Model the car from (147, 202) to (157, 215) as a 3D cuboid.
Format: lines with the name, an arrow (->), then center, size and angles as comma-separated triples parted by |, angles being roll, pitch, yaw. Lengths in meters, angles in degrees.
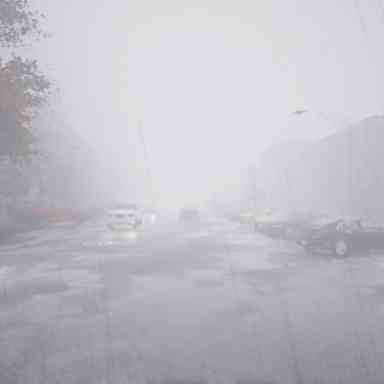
car -> -5.918, 2.454, 45.840 | 1.895, 1.301, 4.718 | 0, -1, -2

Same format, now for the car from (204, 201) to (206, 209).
car -> 5.136, 2.642, 58.205 | 4.674, 1.452, 2.002 | 1, -1, -22

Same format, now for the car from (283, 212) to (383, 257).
car -> 6.719, 1.808, 14.242 | 4.892, 1.521, 2.231 | 1, -1, -22

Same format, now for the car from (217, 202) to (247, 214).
car -> 5.881, 2.217, 37.691 | 4.892, 1.521, 2.231 | 1, -1, -22

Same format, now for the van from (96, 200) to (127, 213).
van -> -12.568, 2.215, 51.718 | 4.442, 1.987, 1.878 | 0, -1, -22

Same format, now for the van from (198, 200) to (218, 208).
van -> 4.071, 2.952, 84.539 | 4.442, 1.987, 1.878 | 1, -1, -22

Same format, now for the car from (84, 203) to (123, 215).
car -> -12.238, 2.328, 45.876 | 4.892, 1.521, 2.231 | 0, -1, -22

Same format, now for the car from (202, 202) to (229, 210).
car -> 4.809, 2.788, 67.001 | 4.892, 1.521, 2.231 | 1, -2, -22

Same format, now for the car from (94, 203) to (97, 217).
car -> -11.740, 2.096, 31.152 | 4.792, 1.488, 2.163 | 0, -1, -22

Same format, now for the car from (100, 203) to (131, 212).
car -> -12.561, 2.537, 54.698 | 4.674, 1.452, 2.002 | 0, -1, -22

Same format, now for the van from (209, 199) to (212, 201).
van -> 5.455, 2.262, 52.399 | 4.442, 1.987, 1.878 | 1, -2, -22

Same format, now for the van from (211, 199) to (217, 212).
van -> 5.455, 2.145, 46.441 | 4.442, 1.987, 1.878 | 1, -1, -22

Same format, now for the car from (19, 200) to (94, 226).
car -> -11.587, 1.764, 28.244 | 5.566, 2.045, 2.435 | 0, -1, -22

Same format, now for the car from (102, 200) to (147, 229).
car -> -5.242, 1.732, 26.611 | 2.150, 2.045, 5.566 | 0, -1, -1

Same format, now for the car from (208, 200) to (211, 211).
car -> 5.445, 2.428, 49.416 | 5.008, 1.535, 2.097 | 1, -1, -22

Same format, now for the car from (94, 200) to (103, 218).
car -> -11.902, 2.043, 37.064 | 4.553, 1.767, 2.185 | 0, -1, -22

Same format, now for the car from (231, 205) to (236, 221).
car -> 6.195, 2.102, 28.895 | 4.674, 1.452, 2.002 | 1, -1, -22

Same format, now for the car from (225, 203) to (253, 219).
car -> 6.097, 2.114, 31.823 | 4.892, 1.521, 2.231 | 1, -1, -22

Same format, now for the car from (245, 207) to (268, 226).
car -> 6.407, 2.000, 23.031 | 4.674, 1.452, 2.002 | 1, -1, -22

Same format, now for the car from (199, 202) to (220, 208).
car -> 4.311, 3.145, 81.664 | 4.792, 1.488, 2.163 | 1, -2, -22

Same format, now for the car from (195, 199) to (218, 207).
car -> 3.926, 3.064, 90.443 | 5.566, 2.045, 2.435 | 2, -2, -22

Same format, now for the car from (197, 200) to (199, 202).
car -> 4.566, 3.050, 78.789 | 5.366, 1.575, 1.946 | 1, -2, -22

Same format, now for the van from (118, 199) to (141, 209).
van -> -12.991, 2.583, 69.463 | 4.442, 1.987, 1.878 | 0, -2, -22

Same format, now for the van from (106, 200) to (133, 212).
van -> -12.568, 2.332, 57.697 | 4.442, 1.987, 1.878 | 0, -2, -22

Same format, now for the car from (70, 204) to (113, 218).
car -> -12.061, 2.251, 39.980 | 4.792, 1.488, 2.163 | 0, -1, -22

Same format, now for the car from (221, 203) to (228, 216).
car -> 5.953, 2.193, 34.745 | 4.792, 1.488, 2.163 | 1, -1, -22

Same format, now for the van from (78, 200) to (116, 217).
van -> -12.246, 2.049, 42.889 | 4.442, 1.987, 1.878 | 0, -1, -22

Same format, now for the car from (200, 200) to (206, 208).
car -> 5.057, 2.412, 61.158 | 5.566, 2.045, 2.435 | 1, -2, -22

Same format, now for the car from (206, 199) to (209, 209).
car -> 5.212, 2.416, 55.272 | 4.553, 1.767, 2.185 | 1, -2, -22

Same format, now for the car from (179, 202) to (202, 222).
car -> -0.301, 2.123, 33.584 | 1.882, 1.535, 5.008 | 0, -1, -2

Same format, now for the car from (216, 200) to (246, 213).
car -> 5.801, 2.142, 40.632 | 4.553, 1.767, 2.185 | 1, -1, -22

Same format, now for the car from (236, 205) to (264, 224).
car -> 6.467, 2.012, 26.039 | 5.366, 1.575, 1.946 | 1, -1, -22

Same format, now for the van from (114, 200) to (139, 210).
van -> -13.098, 2.519, 66.425 | 4.442, 1.987, 1.878 | 0, -1, -22

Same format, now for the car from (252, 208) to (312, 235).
car -> 6.517, 1.910, 20.100 | 4.892, 1.521, 2.231 | 1, -1, -22
